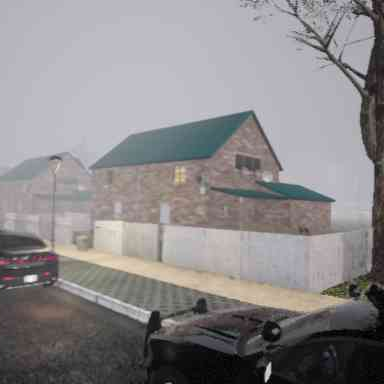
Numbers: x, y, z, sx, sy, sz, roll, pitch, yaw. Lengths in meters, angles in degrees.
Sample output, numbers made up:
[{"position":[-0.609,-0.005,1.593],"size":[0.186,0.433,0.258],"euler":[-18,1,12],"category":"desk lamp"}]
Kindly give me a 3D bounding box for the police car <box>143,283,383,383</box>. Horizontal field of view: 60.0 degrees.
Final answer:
[{"position":[1.569,1.589,2.674],"size":[5.238,1.638,1.930],"euler":[-1,-4,44],"category":"police car"}]

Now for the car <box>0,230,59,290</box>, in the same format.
[{"position":[-5.536,1.845,9.552],"size":[4.892,1.490,1.837],"euler":[-1,-4,44],"category":"car"}]
